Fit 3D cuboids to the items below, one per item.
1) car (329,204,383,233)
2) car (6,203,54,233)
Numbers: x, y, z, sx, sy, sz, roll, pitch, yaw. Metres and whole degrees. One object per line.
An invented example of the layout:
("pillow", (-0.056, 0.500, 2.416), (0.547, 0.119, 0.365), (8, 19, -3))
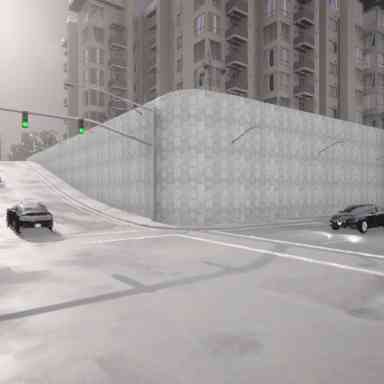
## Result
("car", (10.152, 1.505, 19.851), (4.892, 1.490, 1.837), (0, 0, -36))
("car", (-9.253, 1.348, 18.865), (2.128, 1.511, 4.902), (0, 3, -36))
